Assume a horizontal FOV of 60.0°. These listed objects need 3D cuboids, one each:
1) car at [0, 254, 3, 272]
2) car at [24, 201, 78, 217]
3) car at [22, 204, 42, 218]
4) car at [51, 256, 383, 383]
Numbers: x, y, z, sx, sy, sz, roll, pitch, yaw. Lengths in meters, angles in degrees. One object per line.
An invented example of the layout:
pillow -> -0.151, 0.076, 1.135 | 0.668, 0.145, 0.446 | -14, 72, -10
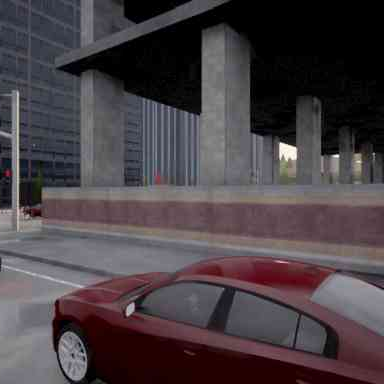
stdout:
car -> -6.887, 1.564, 8.850 | 4.181, 1.385, 1.994 | 0, 0, 36
car -> -14.083, 1.656, 33.517 | 1.895, 1.301, 4.718 | 0, 0, 36
car -> -12.312, 1.656, 29.542 | 1.895, 1.301, 4.718 | 0, 0, 35
car -> 0.460, 1.478, 3.662 | 5.008, 1.535, 1.882 | 0, 0, 35
